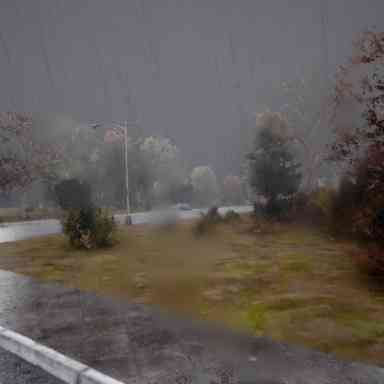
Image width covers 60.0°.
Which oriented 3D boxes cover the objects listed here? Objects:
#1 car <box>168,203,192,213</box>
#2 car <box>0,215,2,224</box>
[{"bbox_3d":[-1.950,2.569,54.821,2.128,1.511,4.902,-3,-2,33],"label":"car"},{"bbox_3d":[-18.934,2.442,28.379,1.837,1.490,4.892,-3,-2,35],"label":"car"}]
